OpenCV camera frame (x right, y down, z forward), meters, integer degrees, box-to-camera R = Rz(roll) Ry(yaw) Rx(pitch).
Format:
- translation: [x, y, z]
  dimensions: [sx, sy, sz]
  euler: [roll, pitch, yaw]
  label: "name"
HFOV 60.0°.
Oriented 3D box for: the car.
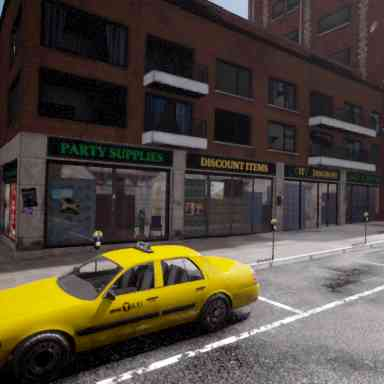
- translation: [-1.025, 1.527, 5.341]
  dimensions: [4.829, 1.417, 1.752]
  euler: [0, 2, -35]
  label: "car"
